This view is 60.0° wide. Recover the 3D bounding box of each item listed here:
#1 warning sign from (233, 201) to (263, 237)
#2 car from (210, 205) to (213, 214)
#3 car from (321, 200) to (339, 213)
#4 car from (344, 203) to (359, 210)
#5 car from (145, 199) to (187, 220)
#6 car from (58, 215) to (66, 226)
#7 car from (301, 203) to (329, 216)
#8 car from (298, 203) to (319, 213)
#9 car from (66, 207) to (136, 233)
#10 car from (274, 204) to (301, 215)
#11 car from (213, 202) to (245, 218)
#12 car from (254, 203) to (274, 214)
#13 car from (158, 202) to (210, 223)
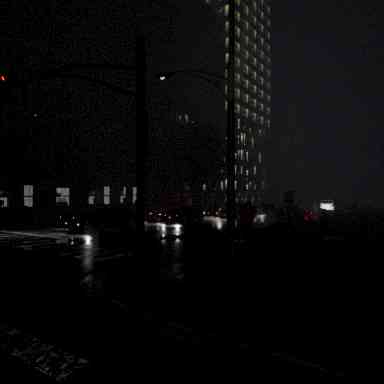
[{"bbox_3d":[3.139,1.454,18.545,1.300,1.860,1.060,1,1,33],"label":"warning sign"},{"bbox_3d":[3.151,2.278,42.016,1.895,1.301,4.718,0,-1,33],"label":"car"},{"bbox_3d":[21.931,2.254,52.985,2.150,2.045,5.566,0,-1,33],"label":"car"},{"bbox_3d":[31.493,2.837,65.718,1.812,1.442,4.674,0,-1,33],"label":"car"},{"bbox_3d":[-2.375,1.717,33.462,2.150,2.045,5.566,0,-1,33],"label":"car"},{"bbox_3d":[-7.669,1.921,25.250,1.895,1.301,4.718,0,-1,33],"label":"car"},{"bbox_3d":[16.517,2.456,44.499,1.895,1.301,4.718,0,-1,33],"label":"car"},{"bbox_3d":[19.181,2.576,54.718,2.033,1.411,5.357,0,-1,33],"label":"car"},{"bbox_3d":[-5.652,1.805,22.384,1.837,1.490,4.892,0,-1,33],"label":"car"},{"bbox_3d":[13.650,2.395,46.053,2.033,1.411,5.357,0,-1,33],"label":"car"},{"bbox_3d":[4.806,1.998,38.590,2.097,1.767,4.553,0,-1,33],"label":"car"},{"bbox_3d":[10.331,2.318,47.098,2.128,1.511,4.902,0,-1,33],"label":"car"},{"bbox_3d":[-0.597,1.972,30.221,1.837,1.490,4.892,0,-1,33],"label":"car"}]
